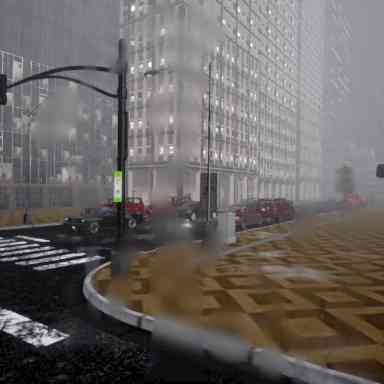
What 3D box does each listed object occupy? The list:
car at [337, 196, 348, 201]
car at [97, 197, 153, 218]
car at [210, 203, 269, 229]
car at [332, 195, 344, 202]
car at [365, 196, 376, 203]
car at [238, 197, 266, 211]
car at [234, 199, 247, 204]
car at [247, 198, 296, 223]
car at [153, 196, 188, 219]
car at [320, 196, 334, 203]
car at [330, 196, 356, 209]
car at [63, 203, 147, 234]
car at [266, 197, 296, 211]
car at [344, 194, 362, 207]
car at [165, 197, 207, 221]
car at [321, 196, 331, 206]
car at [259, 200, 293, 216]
[{"bbox_3d":[39.460,1.623,87.091,1.947,1.339,4.313,1,1,35],"label":"car"},{"bbox_3d":[-5.465,1.275,23.772,2.192,1.841,5.009,1,0,35],"label":"car"},{"bbox_3d":[3.256,1.668,22.015,1.802,1.307,4.206,1,0,35],"label":"car"},{"bbox_3d":[36.175,1.571,82.444,1.752,1.417,4.829,1,1,35],"label":"car"},{"bbox_3d":[39.505,1.598,73.504,1.967,1.590,4.097,1,1,35],"label":"car"},{"bbox_3d":[7.692,1.430,42.270,1.967,1.590,4.097,1,0,35],"label":"car"},{"bbox_3d":[5.771,1.511,35.162,2.128,1.511,4.902,1,1,35],"label":"car"},{"bbox_3d":[6.745,1.409,26.944,2.192,1.841,5.009,1,0,35],"label":"car"},{"bbox_3d":[-1.810,1.283,28.941,2.192,1.841,5.009,1,0,35],"label":"car"},{"bbox_3d":[29.867,1.617,73.524,1.802,1.307,4.206,1,1,35],"label":"car"},{"bbox_3d":[21.394,1.656,47.096,1.812,1.442,4.674,1,1,35],"label":"car"},{"bbox_3d":[-5.132,1.595,19.724,1.895,1.301,4.718,1,1,35],"label":"car"},{"bbox_3d":[11.719,1.524,43.502,2.128,1.511,4.902,1,1,36],"label":"car"},{"bbox_3d":[25.422,1.366,52.858,2.150,2.045,5.566,1,1,35],"label":"car"},{"bbox_3d":[0.310,1.485,27.447,1.882,1.535,5.008,1,1,35],"label":"car"},{"bbox_3d":[23.101,1.658,54.576,1.994,1.385,4.181,1,1,35],"label":"car"},{"bbox_3d":[8.629,1.628,34.107,1.994,1.385,4.181,1,1,35],"label":"car"}]
